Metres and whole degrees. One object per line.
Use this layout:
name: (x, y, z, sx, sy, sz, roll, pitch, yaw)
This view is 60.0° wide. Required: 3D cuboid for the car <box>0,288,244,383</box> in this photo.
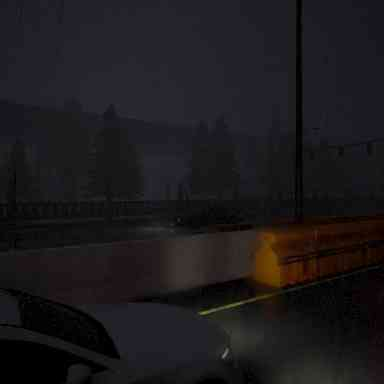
car: (-1.698, 1.526, 2.537, 4.674, 1.442, 1.812, 0, 0, -35)
